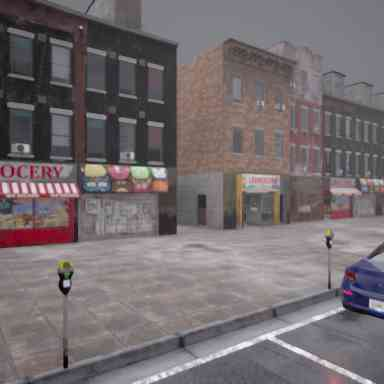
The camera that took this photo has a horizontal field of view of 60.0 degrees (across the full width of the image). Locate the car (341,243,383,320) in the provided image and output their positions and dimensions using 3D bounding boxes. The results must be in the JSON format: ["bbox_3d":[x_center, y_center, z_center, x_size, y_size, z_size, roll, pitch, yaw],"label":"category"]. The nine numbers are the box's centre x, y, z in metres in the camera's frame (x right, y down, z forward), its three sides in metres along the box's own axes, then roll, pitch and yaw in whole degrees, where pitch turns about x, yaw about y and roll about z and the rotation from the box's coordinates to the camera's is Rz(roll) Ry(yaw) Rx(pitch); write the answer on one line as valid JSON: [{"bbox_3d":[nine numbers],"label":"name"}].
[{"bbox_3d":[4.649,1.523,6.266,4.674,1.442,1.812,0,0,-36],"label":"car"}]
